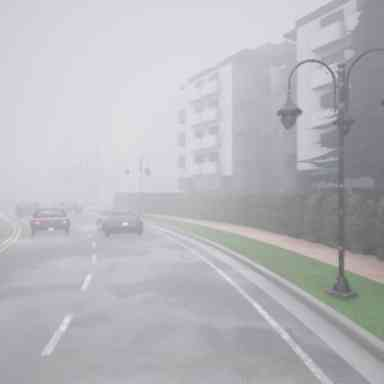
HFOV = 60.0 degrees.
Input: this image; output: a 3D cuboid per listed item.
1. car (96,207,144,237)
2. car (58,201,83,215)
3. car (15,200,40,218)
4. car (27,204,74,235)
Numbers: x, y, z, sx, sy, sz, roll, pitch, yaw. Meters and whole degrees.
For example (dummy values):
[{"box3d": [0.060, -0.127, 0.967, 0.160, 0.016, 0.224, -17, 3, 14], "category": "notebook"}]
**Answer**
[{"box3d": [-3.977, 1.514, 18.020, 1.994, 1.385, 4.181, 0, 0, -22], "category": "car"}, {"box3d": [-12.160, 1.528, 32.347, 1.895, 1.301, 4.718, 0, 0, -33], "category": "car"}, {"box3d": [-14.355, 1.437, 29.269, 2.128, 1.511, 4.902, 0, 0, -33], "category": "car"}, {"box3d": [-8.016, 1.562, 18.700, 1.895, 1.301, 4.718, 0, 0, -25], "category": "car"}]
